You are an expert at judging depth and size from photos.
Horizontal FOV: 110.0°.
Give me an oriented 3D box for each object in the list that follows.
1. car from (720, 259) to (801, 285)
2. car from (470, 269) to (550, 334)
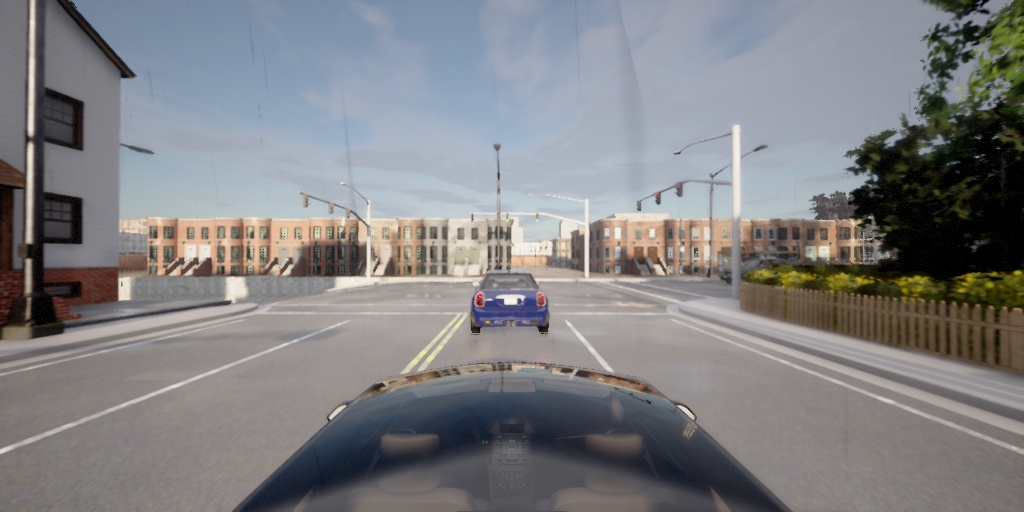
[{"bbox_3d":[18.718,1.214,26.850,5.566,2.045,2.150,0,-1,0],"label":"car"},{"bbox_3d":[-0.182,1.194,11.232,2.097,1.767,4.553,0,-1,-4],"label":"car"}]
